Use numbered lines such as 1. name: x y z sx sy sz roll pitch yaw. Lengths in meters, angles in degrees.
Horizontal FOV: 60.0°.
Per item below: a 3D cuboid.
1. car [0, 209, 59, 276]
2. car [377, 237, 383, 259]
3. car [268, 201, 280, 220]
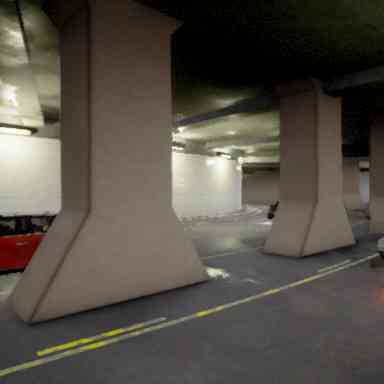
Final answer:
1. car: -5.372 1.389 8.966 4.553 1.767 2.097 0 0 -38
2. car: 7.615 1.540 10.515 4.718 1.301 1.895 0 0 -44
3. car: 7.565 1.435 26.553 1.837 1.490 4.892 0 1 33
